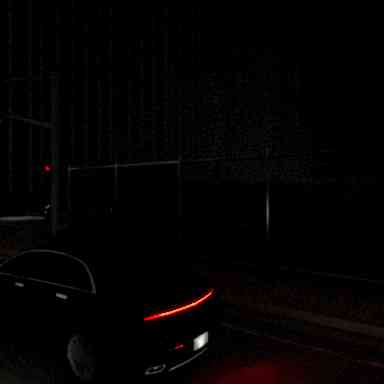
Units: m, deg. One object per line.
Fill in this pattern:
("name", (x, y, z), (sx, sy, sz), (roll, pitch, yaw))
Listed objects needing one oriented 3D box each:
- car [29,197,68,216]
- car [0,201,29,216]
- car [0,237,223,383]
("car", (-12.212, 1.280, 31.080), (2.097, 1.767, 4.553), (0, 0, 36))
("car", (-16.761, 1.526, 30.742), (1.895, 1.301, 4.718), (0, 0, 36))
("car", (-1.866, 1.502, 5.324), (4.892, 1.490, 1.837), (0, 0, 36))
